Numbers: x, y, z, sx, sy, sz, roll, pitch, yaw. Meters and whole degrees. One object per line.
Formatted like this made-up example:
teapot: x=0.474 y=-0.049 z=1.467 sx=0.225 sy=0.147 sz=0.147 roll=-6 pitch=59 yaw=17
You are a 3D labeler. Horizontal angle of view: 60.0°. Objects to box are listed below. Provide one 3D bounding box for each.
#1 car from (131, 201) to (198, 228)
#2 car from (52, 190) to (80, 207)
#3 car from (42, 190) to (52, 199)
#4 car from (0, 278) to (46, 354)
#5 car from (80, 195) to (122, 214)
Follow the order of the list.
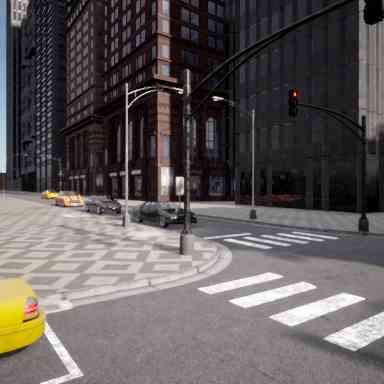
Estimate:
car: x=-1.873 y=1.237 z=20.263 sx=2.033 sy=1.411 sz=5.357 roll=0 pitch=1 yaw=-36
car: x=-13.431 y=0.681 z=36.347 sx=2.097 sy=1.767 sz=4.553 roll=0 pitch=1 yaw=-35
car: x=-24.387 y=0.421 z=57.045 sx=1.882 sy=1.535 sz=5.008 roll=0 pitch=1 yaw=-35
car: x=-4.267 y=1.525 z=3.606 sx=4.829 sy=1.417 sz=1.752 roll=0 pitch=0 yaw=-35
car: x=-7.585 y=1.012 z=28.209 sx=1.837 sy=1.490 sz=4.892 roll=0 pitch=1 yaw=-36
